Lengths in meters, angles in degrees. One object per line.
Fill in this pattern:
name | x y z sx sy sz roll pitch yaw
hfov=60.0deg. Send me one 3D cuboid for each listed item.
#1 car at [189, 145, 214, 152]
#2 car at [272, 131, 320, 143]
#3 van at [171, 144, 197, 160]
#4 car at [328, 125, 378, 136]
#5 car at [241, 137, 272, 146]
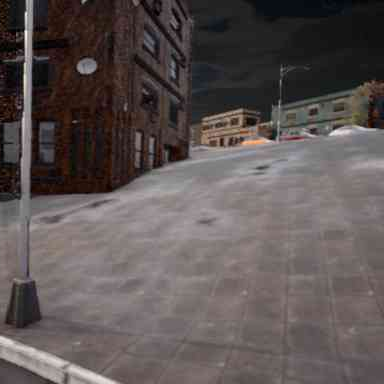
car | 1.594 -5.694 46.587 2.231 1.521 4.892 1 2 -33
car | 10.589 -5.219 32.717 2.185 1.767 4.553 1 2 -33
van | -1.334 -6.109 51.108 1.878 1.987 4.442 1 1 -33
car | 13.670 -4.838 27.962 2.002 1.452 4.674 1 2 -33
car | 7.588 -5.423 37.347 2.185 1.767 4.553 1 2 -33
